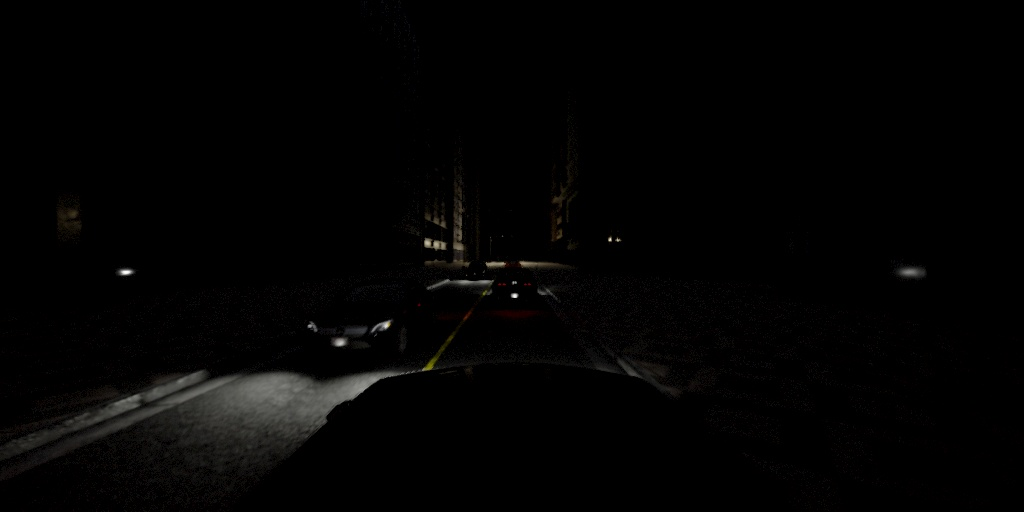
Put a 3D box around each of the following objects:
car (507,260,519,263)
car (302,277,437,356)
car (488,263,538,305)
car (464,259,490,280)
[{"bbox_3d":[0.121,1.246,42.245,1.882,1.535,5.008,0,0,0],"label":"car"},{"bbox_3d":[-3.087,1.279,8.770,1.812,1.442,4.674,0,0,0],"label":"car"},{"bbox_3d":[0.107,1.261,16.073,1.837,1.490,4.892,0,0,0],"label":"car"},{"bbox_3d":[-3.030,1.269,31.496,1.837,1.490,4.892,0,0,1],"label":"car"}]
